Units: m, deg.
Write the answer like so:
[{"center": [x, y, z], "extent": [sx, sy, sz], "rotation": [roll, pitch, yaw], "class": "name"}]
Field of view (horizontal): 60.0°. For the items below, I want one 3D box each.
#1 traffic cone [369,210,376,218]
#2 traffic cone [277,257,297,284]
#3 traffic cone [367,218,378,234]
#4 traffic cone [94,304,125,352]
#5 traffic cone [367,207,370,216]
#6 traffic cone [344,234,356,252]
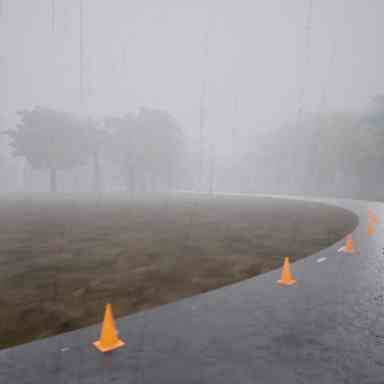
[{"center": [10.660, 1.503, 19.404], "extent": [0.340, 0.580, 0.340], "rotation": [0, 1, 28], "class": "traffic cone"}, {"center": [2.291, 1.874, 8.036], "extent": [0.340, 0.580, 0.340], "rotation": [-2, 1, -45], "class": "traffic cone"}, {"center": [8.260, 1.632, 15.336], "extent": [0.340, 0.580, 0.340], "rotation": [0, 1, 33], "class": "traffic cone"}, {"center": [-1.216, 1.942, 4.878], "extent": [0.340, 0.580, 0.340], "rotation": [-1, 0, -39], "class": "traffic cone"}, {"center": [12.636, 1.375, 23.693], "extent": [0.340, 0.580, 0.340], "rotation": [0, 1, 22], "class": "traffic cone"}, {"center": [5.461, 1.763, 11.533], "extent": [0.340, 0.580, 0.340], "rotation": [0, 2, 39], "class": "traffic cone"}]
